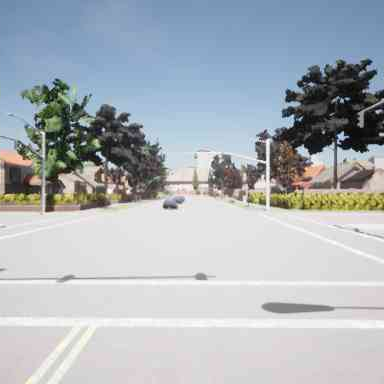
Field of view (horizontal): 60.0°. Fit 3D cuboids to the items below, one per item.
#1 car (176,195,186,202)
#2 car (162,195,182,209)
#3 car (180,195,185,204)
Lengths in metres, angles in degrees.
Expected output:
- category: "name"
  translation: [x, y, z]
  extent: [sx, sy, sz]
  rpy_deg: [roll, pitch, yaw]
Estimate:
- category: "car"
  translation: [-2.510, 1.507, 76.932]
  extent: [2.033, 1.411, 5.357]
  rpy_deg: [0, 0, 0]
- category: "car"
  translation: [-2.841, 1.528, 44.318]
  extent: [2.033, 1.411, 5.357]
  rpy_deg: [0, 0, 0]
- category: "car"
  translation: [-2.679, 1.521, 61.365]
  extent: [2.033, 1.411, 5.357]
  rpy_deg: [0, 0, 1]
